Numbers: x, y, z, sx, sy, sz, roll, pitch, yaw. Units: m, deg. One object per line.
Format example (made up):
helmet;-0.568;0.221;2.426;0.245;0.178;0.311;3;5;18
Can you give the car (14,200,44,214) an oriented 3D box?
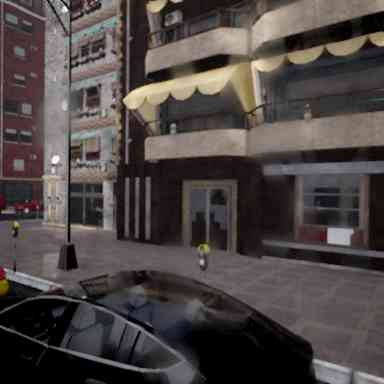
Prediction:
car;-17.306;1.610;36.800;1.887;1.381;4.507;0;-1;35

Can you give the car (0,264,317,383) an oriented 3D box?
car;-0.920;1.541;3.525;4.313;1.339;1.947;1;1;35

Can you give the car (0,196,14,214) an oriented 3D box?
car;-20.590;1.278;32.153;2.192;1.841;5.009;0;-1;35
